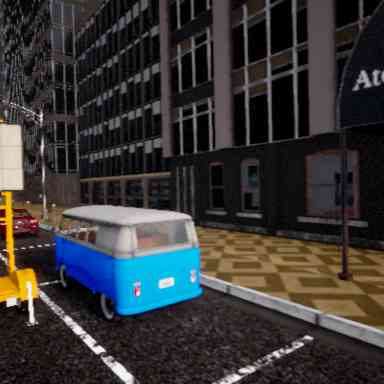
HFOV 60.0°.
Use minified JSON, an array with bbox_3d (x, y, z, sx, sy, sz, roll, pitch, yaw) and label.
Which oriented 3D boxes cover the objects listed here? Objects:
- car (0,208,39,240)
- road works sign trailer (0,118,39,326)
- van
[{"bbox_3d":[-8.505,1.424,15.809,1.802,1.307,4.206,-2,2,-38],"label":"car"},{"bbox_3d":[-4.318,0.423,5.941,2.380,3.560,2.880,-2,2,-38],"label":"road works sign trailer"},{"bbox_3d":[-1.547,1.217,6.799,1.690,1.788,3.998,-2,2,-38],"label":"van"}]
